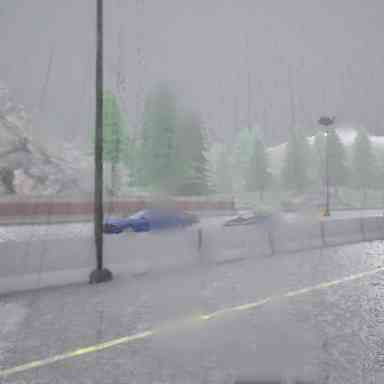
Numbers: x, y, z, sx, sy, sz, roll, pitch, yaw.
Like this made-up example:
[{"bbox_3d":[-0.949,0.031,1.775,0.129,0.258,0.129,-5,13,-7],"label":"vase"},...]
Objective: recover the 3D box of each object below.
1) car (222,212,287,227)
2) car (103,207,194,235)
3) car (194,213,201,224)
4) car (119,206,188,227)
[{"bbox_3d":[3.753,1.874,19.660,4.181,1.385,1.994,1,-1,-36],"label":"car"},{"bbox_3d":[-2.623,1.764,19.374,5.008,1.535,1.882,1,-1,-36],"label":"car"},{"bbox_3d":[-1.901,1.908,24.209,5.357,1.411,2.033,1,-1,-36],"label":"car"},{"bbox_3d":[-3.123,1.957,27.640,5.357,1.411,2.033,1,-1,-36],"label":"car"}]
